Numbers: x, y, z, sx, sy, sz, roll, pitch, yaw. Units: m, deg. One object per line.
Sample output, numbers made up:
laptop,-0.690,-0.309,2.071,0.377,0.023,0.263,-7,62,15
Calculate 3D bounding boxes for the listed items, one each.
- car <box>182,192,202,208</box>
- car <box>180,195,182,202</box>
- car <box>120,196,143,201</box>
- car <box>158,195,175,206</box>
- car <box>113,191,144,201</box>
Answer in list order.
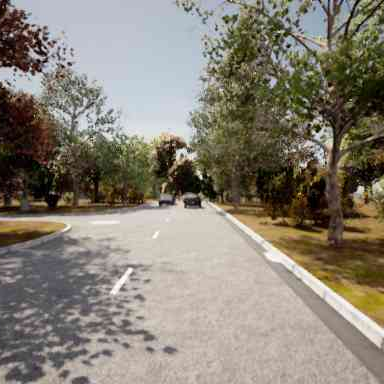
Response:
car,0.097,0.987,37.937,1.882,1.535,5.008,0,0,0
car,-0.613,0.830,54.248,2.097,1.767,4.553,0,0,-9
car,-11.255,1.012,62.066,4.902,1.511,2.128,0,-1,16
car,-3.235,1.045,43.408,2.033,1.411,5.357,0,0,2
car,-12.594,0.792,65.972,5.566,2.045,2.150,0,-1,10
